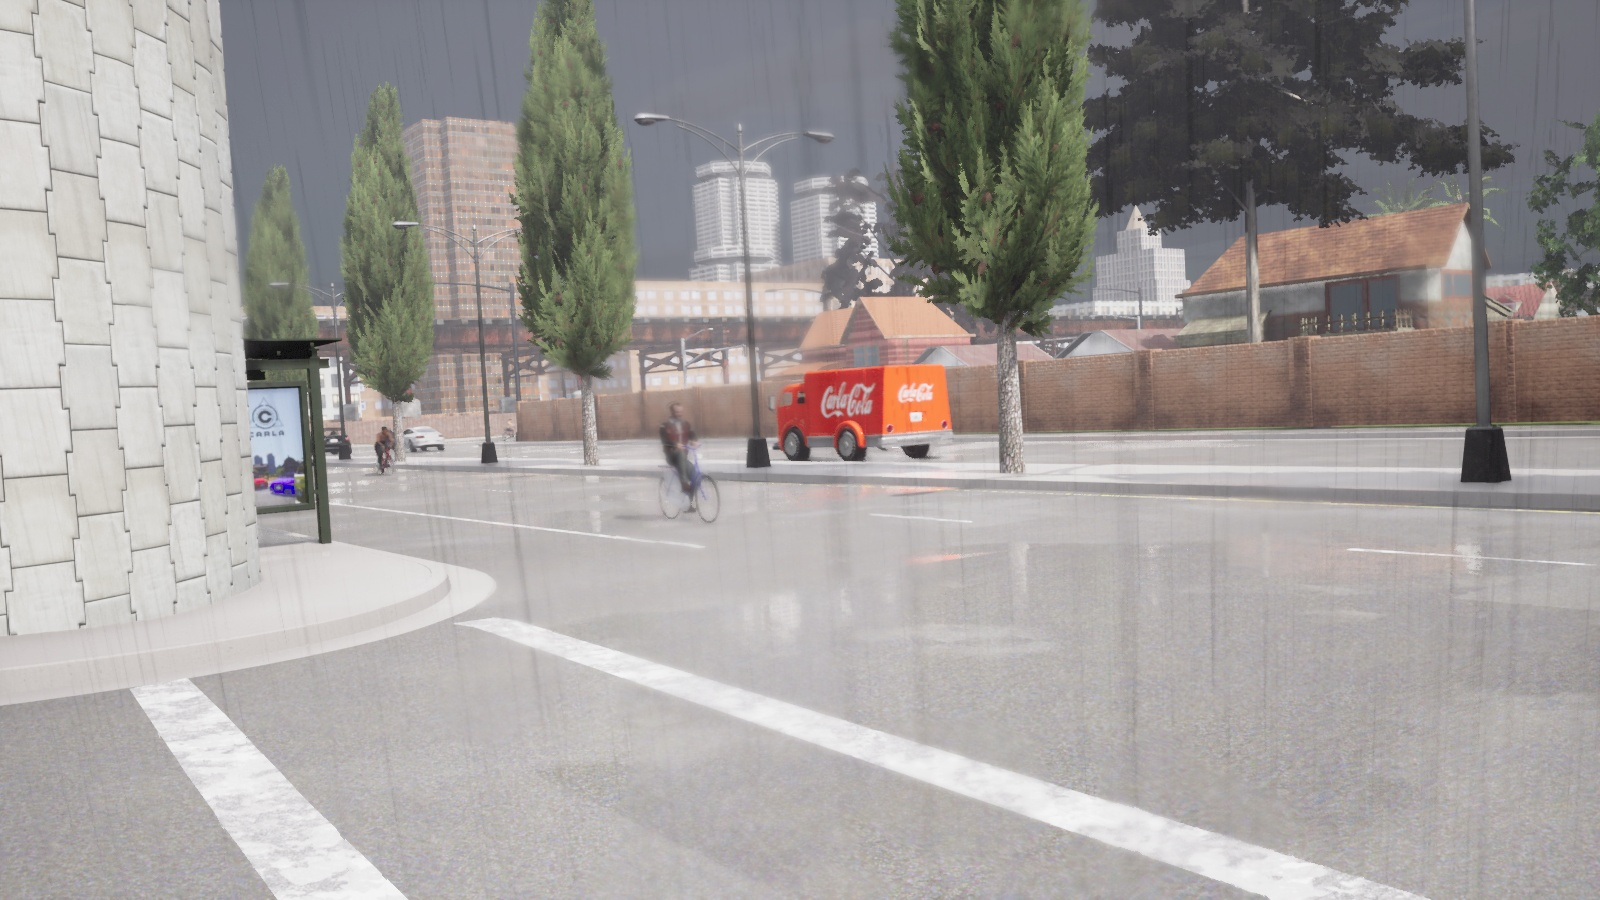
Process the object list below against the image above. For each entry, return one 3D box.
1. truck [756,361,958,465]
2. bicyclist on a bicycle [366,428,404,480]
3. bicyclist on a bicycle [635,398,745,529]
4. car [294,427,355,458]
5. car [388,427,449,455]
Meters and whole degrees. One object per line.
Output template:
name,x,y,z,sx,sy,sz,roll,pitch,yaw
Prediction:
truck,1.428,-0.948,33.719,2.627,2.467,5.204,-5,3,-36
bicyclist on a bicycle,-13.480,0.110,40.790,0.582,1.620,1.656,-5,3,-36
bicyclist on a bicycle,-1.626,0.188,18.287,0.659,1.776,1.843,-5,3,-34
car,-28.645,-0.433,75.522,2.242,1.667,4.611,-5,3,-35
car,-21.980,-0.523,72.242,1.812,1.442,4.674,-5,3,-36
